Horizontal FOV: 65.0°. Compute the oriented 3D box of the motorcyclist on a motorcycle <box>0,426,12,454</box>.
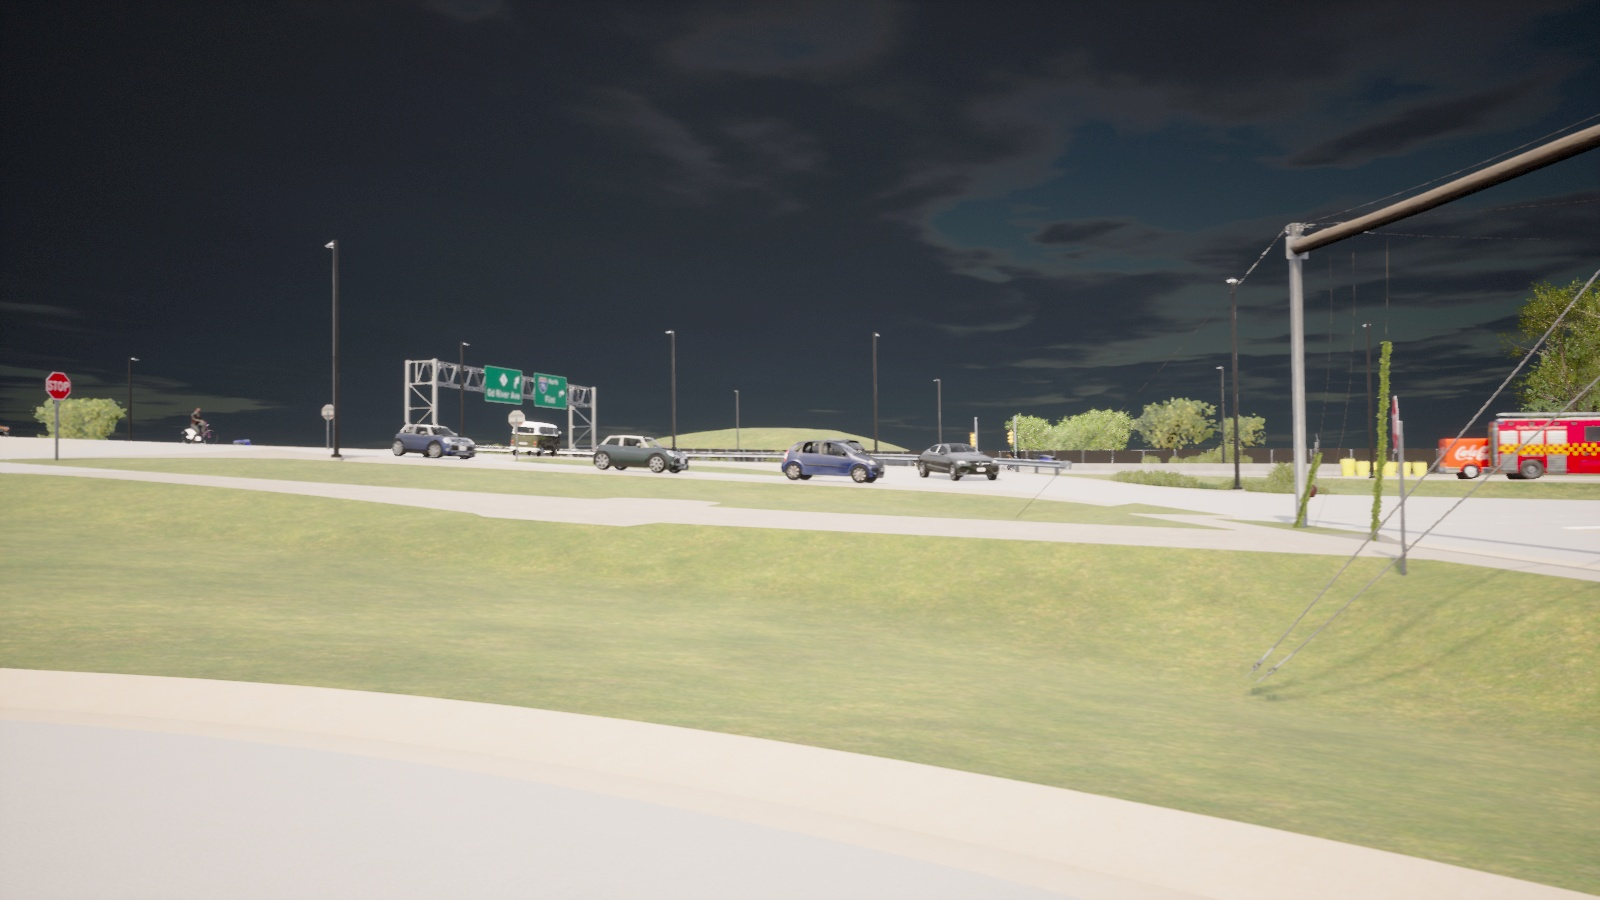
[{"bbox_3d":[-49.036,-0.593,75.836,2.350,1.649,0.766,1,-1,-11],"label":"motorcyclist on a motorcycle"}]

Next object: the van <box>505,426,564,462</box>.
[{"bbox_3d":[-15.869,-0.365,75.365,2.069,2.038,4.480,3,0,7],"label":"van"}]

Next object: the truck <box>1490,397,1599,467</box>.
[{"bbox_3d":[43.795,-0.985,70.412,8.468,3.827,2.891,-1,-1,19],"label":"truck"}]

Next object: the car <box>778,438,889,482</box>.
[{"bbox_3d":[1.335,0.377,49.541,3.988,1.617,1.851,1,0,18],"label":"car"}]

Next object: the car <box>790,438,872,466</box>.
[{"bbox_3d":[1.841,0.084,75.833,2.033,1.649,4.856,0,0,-45],"label":"car"}]

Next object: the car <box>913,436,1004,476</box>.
[{"bbox_3d":[7.179,0.226,57.535,2.152,1.651,5.027,-2,1,-19],"label":"car"}]

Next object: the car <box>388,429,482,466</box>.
[{"bbox_3d":[-16.332,-0.111,56.172,3.806,1.475,1.970,2,0,34],"label":"car"}]

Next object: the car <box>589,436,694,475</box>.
[{"bbox_3d":[-6.586,0.246,52.260,3.806,1.475,1.970,2,0,20],"label":"car"}]

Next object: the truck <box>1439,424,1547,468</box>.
[{"bbox_3d":[41.253,-0.194,74.950,5.204,2.467,2.627,-1,-1,19],"label":"truck"}]

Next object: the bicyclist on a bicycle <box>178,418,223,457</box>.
[{"bbox_3d":[-28.204,-0.592,59.081,1.843,1.776,0.659,1,-1,9],"label":"bicyclist on a bicycle"}]
